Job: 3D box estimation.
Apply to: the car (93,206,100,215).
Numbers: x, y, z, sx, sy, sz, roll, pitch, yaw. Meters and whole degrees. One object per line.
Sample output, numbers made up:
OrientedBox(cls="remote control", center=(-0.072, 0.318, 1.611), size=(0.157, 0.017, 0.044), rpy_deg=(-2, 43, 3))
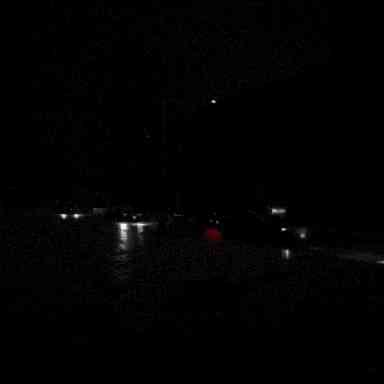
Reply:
OrientedBox(cls="car", center=(-10.372, 2.145, 40.118), size=(1.895, 1.301, 4.718), rpy_deg=(1, -2, -35))

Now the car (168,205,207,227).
OrientedBox(cls="car", center=(0.018, 1.763, 25.365), size=(1.837, 1.490, 4.892), rpy_deg=(1, -2, -35))

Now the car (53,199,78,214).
OrientedBox(cls="car", center=(-16.992, 1.939, 44.576), size=(2.150, 2.045, 5.566), rpy_deg=(1, -2, -35))

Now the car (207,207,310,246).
OrientedBox(cls="car", center=(3.176, 1.571, 15.760), size=(2.128, 1.511, 4.902), rpy_deg=(1, -1, -35))

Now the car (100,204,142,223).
OrientedBox(cls="car", center=(-5.988, 1.823, 28.778), size=(1.812, 1.442, 4.674), rpy_deg=(1, -2, -35))
